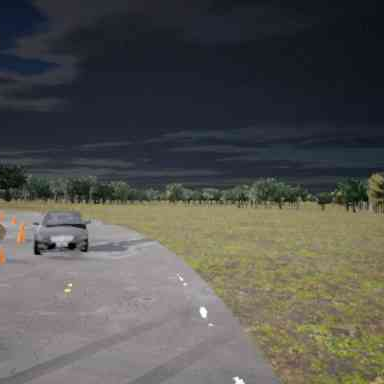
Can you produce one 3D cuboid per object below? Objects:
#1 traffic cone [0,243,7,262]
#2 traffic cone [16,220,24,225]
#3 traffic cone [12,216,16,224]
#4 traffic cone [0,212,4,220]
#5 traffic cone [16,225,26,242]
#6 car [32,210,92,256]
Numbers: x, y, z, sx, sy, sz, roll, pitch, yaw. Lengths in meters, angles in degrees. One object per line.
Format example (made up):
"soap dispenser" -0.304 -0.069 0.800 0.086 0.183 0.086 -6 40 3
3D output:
"traffic cone" -6.194 1.952 10.741 0.340 0.580 0.340 0 0 -17
"traffic cone" -9.909 1.952 19.416 0.340 0.580 0.340 0 0 -29
"traffic cone" -12.459 1.948 23.394 0.340 0.580 0.340 0 0 -36
"traffic cone" -15.430 1.939 27.069 0.340 0.580 0.340 1 0 -42
"traffic cone" -7.813 1.954 15.181 0.340 0.580 0.340 0 0 -23
"car" -5.210 1.496 13.448 2.128 1.511 4.902 0 0 -21
